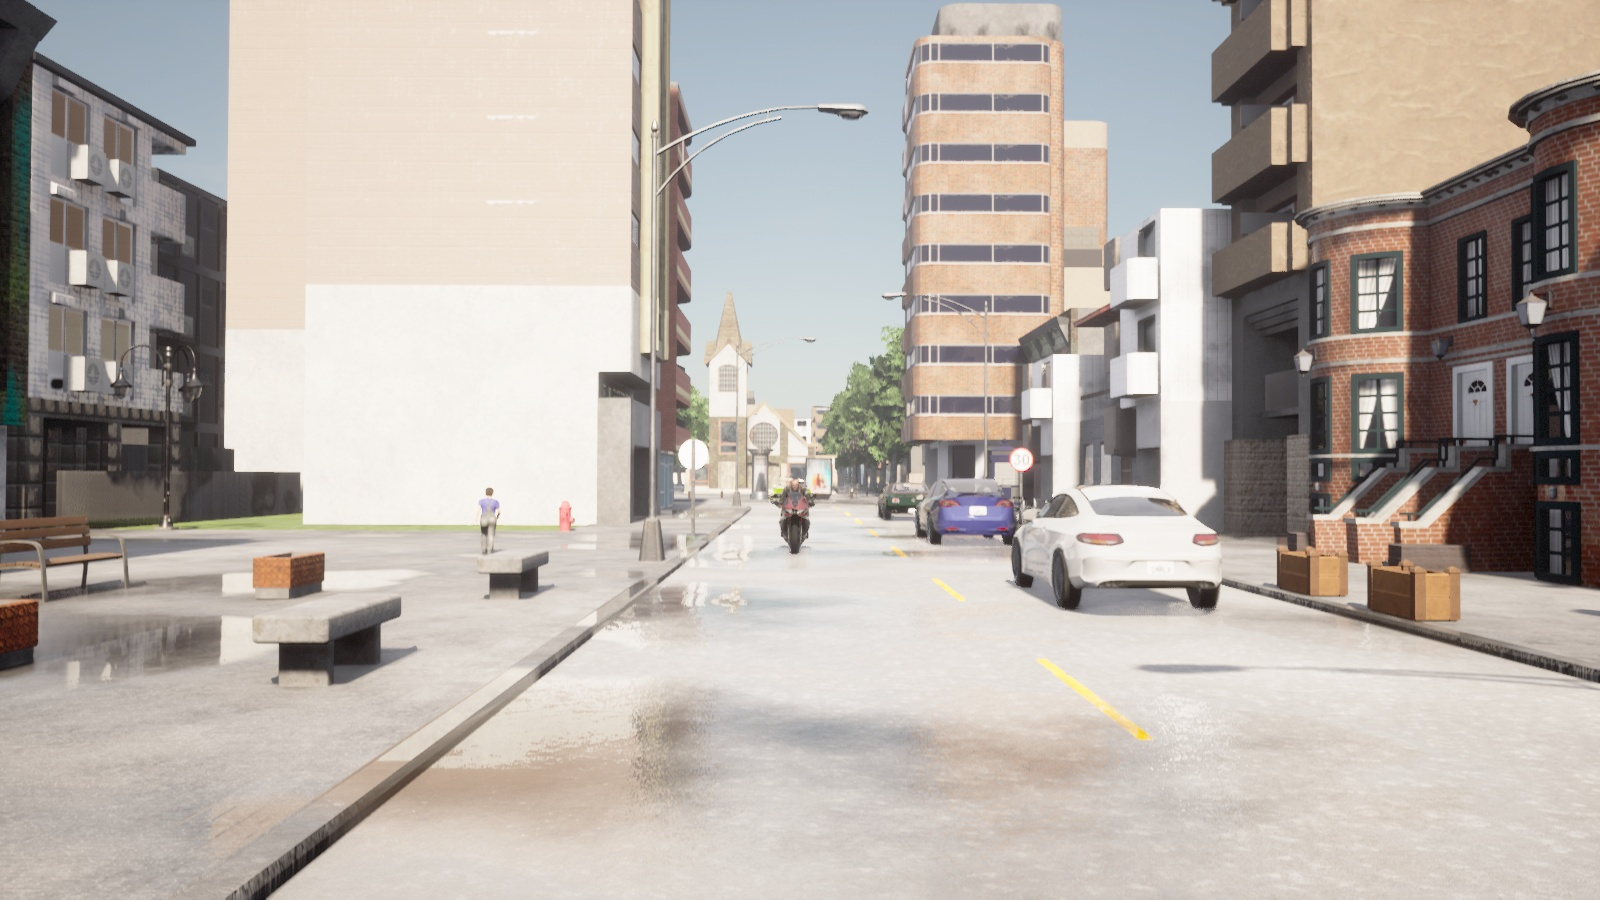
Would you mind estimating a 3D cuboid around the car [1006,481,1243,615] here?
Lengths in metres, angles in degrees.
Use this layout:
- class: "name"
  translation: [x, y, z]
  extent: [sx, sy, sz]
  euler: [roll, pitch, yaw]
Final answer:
- class: "car"
  translation: [3.949, 1.136, 16.152]
  extent: [1.812, 1.442, 4.674]
  euler: [0, -1, 0]

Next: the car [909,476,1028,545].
- class: "car"
  translation: [3.889, 1.370, 29.830]
  extent: [2.163, 1.488, 4.792]
  euler: [0, -1, 0]

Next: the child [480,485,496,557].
- class: "child"
  translation: [-5.584, 1.258, 22.472]
  extent: [0.270, 1.263, 0.437]
  euler: [0, -1, -13]

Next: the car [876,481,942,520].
- class: "car"
  translation: [3.824, 1.755, 44.740]
  extent: [1.895, 1.301, 4.718]
  euler: [0, -1, 0]

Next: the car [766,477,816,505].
- class: "car"
  translation: [-0.472, 2.116, 65.038]
  extent: [1.481, 1.376, 2.207]
  euler: [1, -2, -43]

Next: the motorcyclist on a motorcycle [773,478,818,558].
- class: "motorcyclist on a motorcycle"
  translation: [-0.091, 1.334, 25.259]
  extent: [0.866, 1.530, 2.191]
  euler: [0, -1, 0]
